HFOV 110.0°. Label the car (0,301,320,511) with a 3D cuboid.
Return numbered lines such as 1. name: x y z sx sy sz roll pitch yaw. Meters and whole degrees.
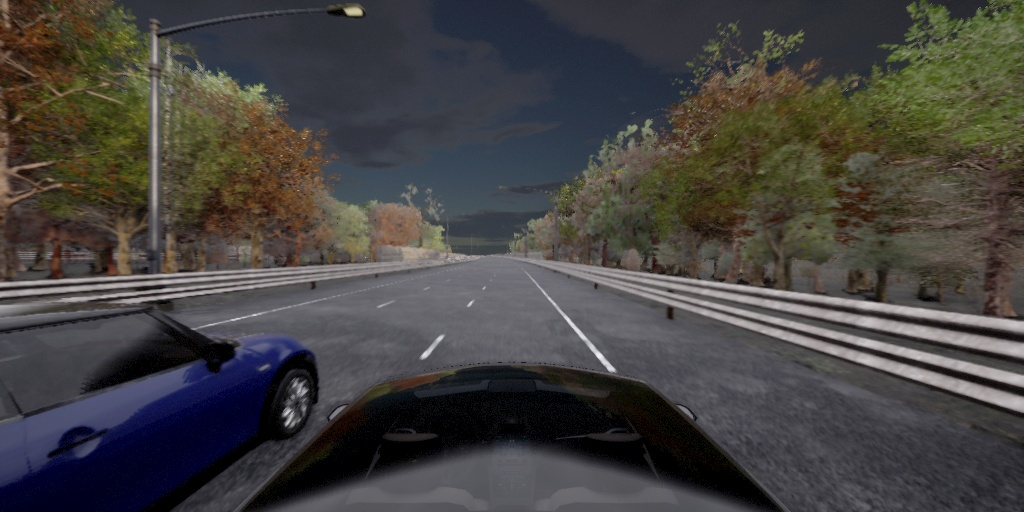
1. car: -3.399 1.103 2.539 2.097 1.767 4.553 0 0 0
